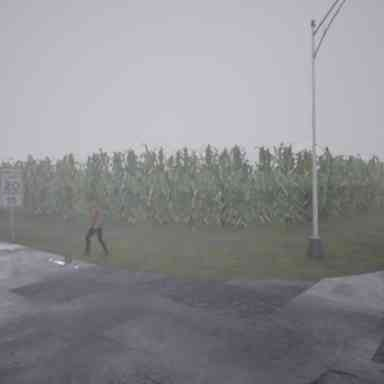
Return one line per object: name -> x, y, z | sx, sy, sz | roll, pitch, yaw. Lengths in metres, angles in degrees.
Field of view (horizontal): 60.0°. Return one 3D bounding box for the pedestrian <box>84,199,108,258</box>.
pedestrian -> -2.929, 1.083, 10.139 | 0.375, 1.860, 0.375 | -1, 0, 40
